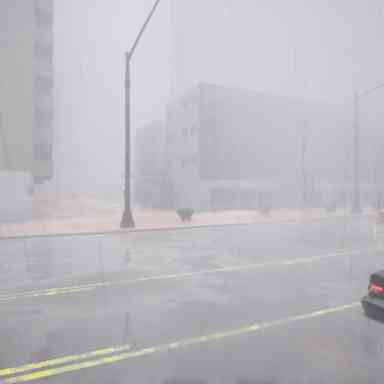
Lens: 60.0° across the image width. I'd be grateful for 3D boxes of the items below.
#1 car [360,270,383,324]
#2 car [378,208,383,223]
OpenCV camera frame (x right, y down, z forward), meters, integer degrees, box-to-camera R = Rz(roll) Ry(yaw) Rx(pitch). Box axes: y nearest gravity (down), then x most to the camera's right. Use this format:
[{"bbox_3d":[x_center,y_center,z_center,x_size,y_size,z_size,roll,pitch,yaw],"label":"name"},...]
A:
[{"bbox_3d":[5.329,1.524,5.680,5.357,1.411,2.033,-1,0,-26],"label":"car"},{"bbox_3d":[14.588,1.273,22.139,5.008,1.535,1.882,-1,0,-26],"label":"car"}]
